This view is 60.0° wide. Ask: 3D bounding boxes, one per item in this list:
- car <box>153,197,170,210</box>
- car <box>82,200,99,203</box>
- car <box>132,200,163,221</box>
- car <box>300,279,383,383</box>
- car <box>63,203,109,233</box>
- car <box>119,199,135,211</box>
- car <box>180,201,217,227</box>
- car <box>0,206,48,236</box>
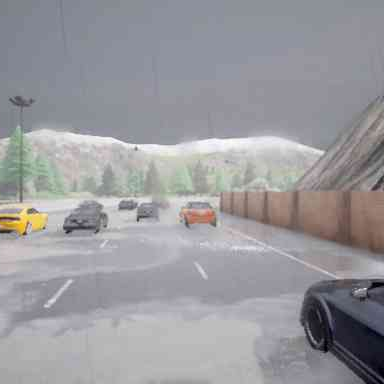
[{"bbox_3d":[-4.326,1.529,45.597,2.097,1.767,4.553,0,0,4],"label":"car"},{"bbox_3d":[-11.722,1.669,38.536,2.033,1.411,5.357,0,0,-1],"label":"car"},{"bbox_3d":[-3.765,1.654,28.469,2.033,1.411,5.357,0,0,-7],"label":"car"},{"bbox_3d":[2.897,1.589,3.686,1.994,1.385,4.181,0,0,-7],"label":"car"},{"bbox_3d":[-6.216,1.610,19.915,2.033,1.411,5.357,0,0,-7],"label":"car"},{"bbox_3d":[-8.086,1.642,42.946,2.128,1.511,4.902,0,0,2],"label":"car"},{"bbox_3d":[0.353,1.453,23.760,2.097,1.767,4.553,0,0,-7],"label":"car"},{"bbox_3d":[-9.566,1.523,18.515,1.882,1.535,5.008,0,0,-7],"label":"car"}]
